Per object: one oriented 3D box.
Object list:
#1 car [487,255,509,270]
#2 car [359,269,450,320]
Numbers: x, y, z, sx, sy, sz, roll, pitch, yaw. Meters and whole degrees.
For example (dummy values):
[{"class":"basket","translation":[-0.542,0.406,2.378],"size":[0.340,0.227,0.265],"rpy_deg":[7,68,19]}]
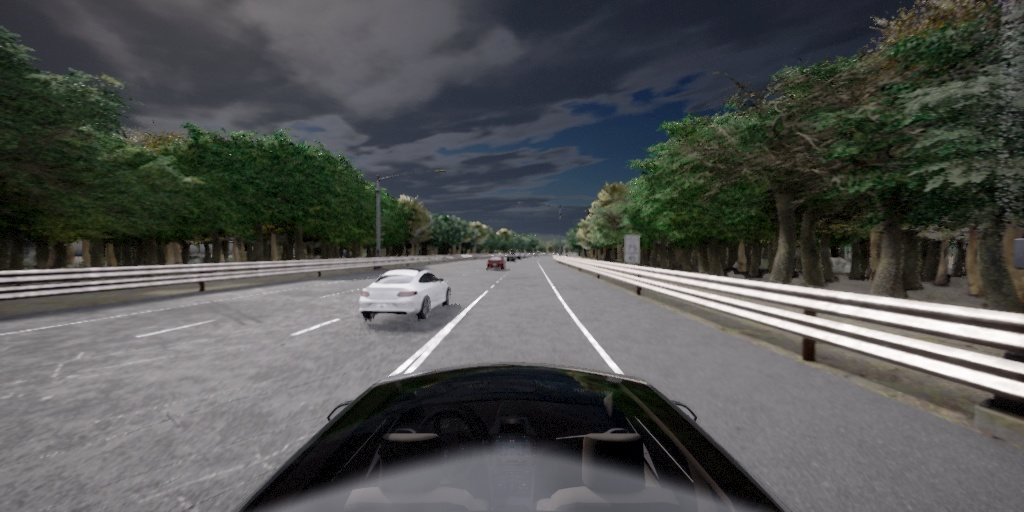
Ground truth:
[{"class":"car","translation":[-1.781,0.757,41.817],"size":[1.882,1.535,5.008],"rpy_deg":[0,1,3]},{"class":"car","translation":[-3.357,1.151,11.882],"size":[1.812,1.442,4.674],"rpy_deg":[0,1,3]}]
